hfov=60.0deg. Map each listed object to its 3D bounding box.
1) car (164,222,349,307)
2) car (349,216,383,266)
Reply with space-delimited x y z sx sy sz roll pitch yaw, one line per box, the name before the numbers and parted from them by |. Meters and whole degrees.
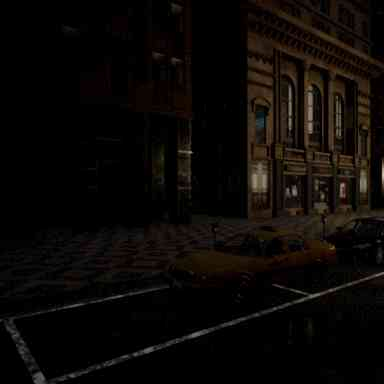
car | 1.627 1.526 8.004 4.829 1.417 1.752 0 0 -37
car | 6.244 1.553 11.505 4.403 1.369 2.008 0 0 -37
